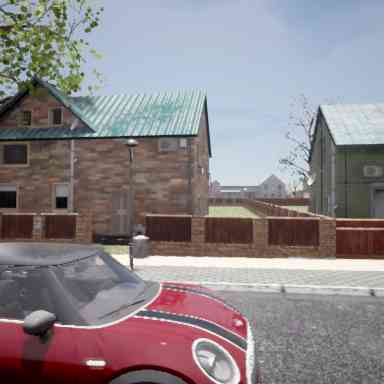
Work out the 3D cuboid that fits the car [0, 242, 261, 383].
[{"bbox_3d":[-1.543,1.409,3.769,4.553,1.767,2.097,0,-1,9],"label":"car"}]
